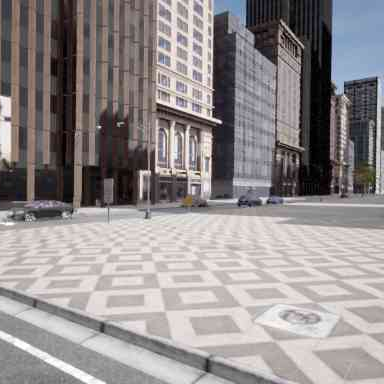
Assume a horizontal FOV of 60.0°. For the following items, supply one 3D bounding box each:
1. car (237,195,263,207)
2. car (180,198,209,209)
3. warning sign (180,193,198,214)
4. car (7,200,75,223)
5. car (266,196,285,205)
[{"bbox_3d":[8.344,1.192,47.474,2.097,1.767,4.553,1,1,36],"label":"car"},{"bbox_3d":[0.351,1.389,41.622,1.994,1.385,4.181,1,1,35],"label":"car"},{"bbox_3d":[-0.267,1.077,30.695,1.300,1.860,1.060,1,1,35],"label":"warning sign"},{"bbox_3d":[-11.306,1.396,25.178,2.128,1.511,4.902,1,1,35],"label":"car"},{"bbox_3d":[13.947,1.362,55.478,1.994,1.385,4.181,1,1,35],"label":"car"}]
